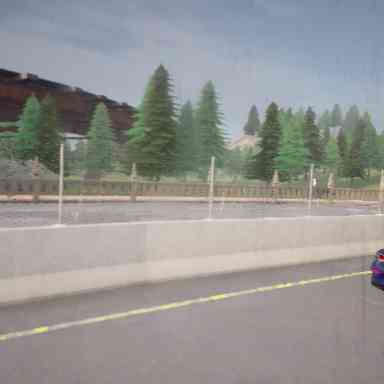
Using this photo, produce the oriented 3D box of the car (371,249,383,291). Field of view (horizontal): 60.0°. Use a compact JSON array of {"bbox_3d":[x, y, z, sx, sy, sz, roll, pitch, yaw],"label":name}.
[{"bbox_3d":[5.562,1.404,6.579,4.674,1.442,1.812,1,3,-28],"label":"car"}]
